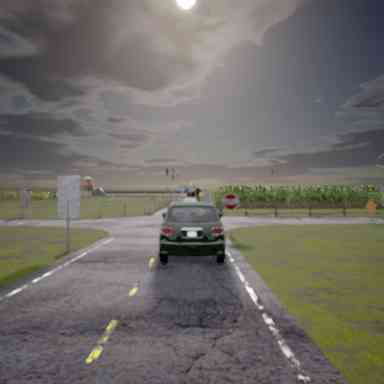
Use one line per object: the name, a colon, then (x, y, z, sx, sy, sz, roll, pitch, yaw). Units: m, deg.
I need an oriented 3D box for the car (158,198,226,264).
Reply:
car: (0.009, 1.355, 12.569, 2.150, 2.045, 5.566, 0, 0, 0)

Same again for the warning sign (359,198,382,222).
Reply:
warning sign: (14.067, 1.398, 26.189, 1.060, 1.860, 1.300, 0, 0, -6)

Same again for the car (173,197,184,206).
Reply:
car: (-2.740, 2.017, 68.363, 2.097, 1.767, 4.553, 0, -1, 0)
